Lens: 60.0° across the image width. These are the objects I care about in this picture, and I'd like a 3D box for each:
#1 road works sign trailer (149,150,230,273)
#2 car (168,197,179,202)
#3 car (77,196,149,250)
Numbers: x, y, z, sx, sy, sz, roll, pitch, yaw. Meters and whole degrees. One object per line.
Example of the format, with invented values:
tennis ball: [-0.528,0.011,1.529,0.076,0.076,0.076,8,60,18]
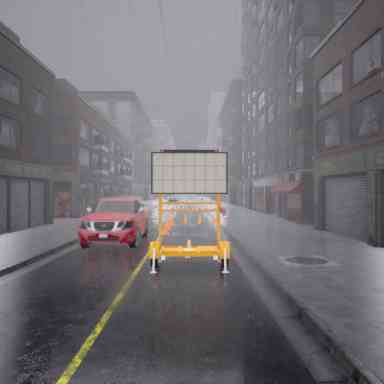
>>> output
road works sign trailer: [-0.080,0.463,10.617,2.380,3.560,2.880,0,0,0]
car: [-3.466,1.583,61.225,1.895,1.301,4.718,0,0,0]
car: [-3.210,1.219,14.707,2.150,2.045,5.566,0,0,0]
